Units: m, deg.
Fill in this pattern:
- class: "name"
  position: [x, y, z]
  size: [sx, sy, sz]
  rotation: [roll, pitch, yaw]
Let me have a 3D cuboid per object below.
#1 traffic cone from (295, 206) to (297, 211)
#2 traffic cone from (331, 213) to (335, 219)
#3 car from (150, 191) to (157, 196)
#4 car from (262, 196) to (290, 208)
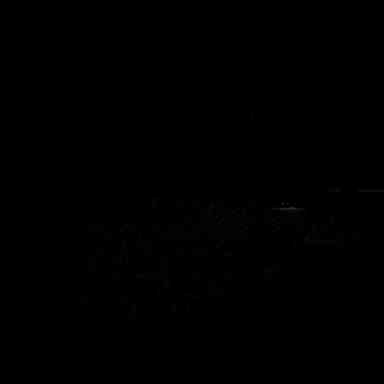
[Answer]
- class: "traffic cone"
  position: [12.020, 1.945, 38.310]
  size: [0.340, 0.580, 0.340]
  rotation: [0, 1, -9]
- class: "traffic cone"
  position: [12.306, 2.071, 29.023]
  size: [0.340, 0.580, 0.340]
  rotation: [0, 1, 5]
- class: "car"
  position: [-8.873, 0.554, 82.501]
  size: [1.837, 1.490, 4.892]
  rotation: [0, 1, -29]
- class: "car"
  position: [11.745, 1.375, 46.901]
  size: [1.837, 1.490, 4.892]
  rotation: [0, 1, -22]
